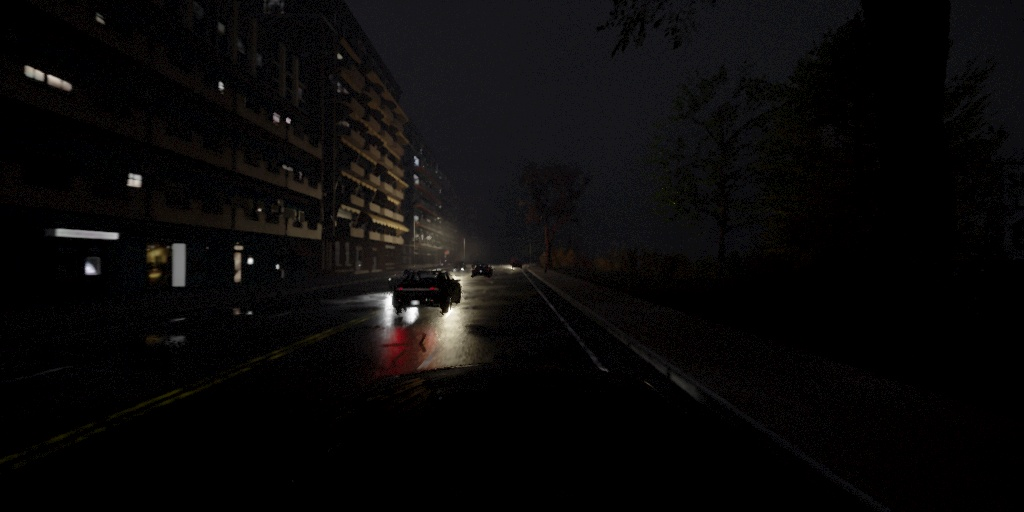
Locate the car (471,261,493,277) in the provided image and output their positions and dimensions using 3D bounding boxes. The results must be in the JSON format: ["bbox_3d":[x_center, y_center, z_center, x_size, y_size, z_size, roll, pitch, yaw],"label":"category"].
[{"bbox_3d":[-3.180,1.531,38.666,1.994,1.385,4.181,0,0,0],"label":"car"}]

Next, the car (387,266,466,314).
[{"bbox_3d":[-3.152,1.314,14.091,2.128,1.511,4.902,0,0,0],"label":"car"}]

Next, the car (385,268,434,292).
[{"bbox_3d":[-6.584,1.479,23.596,1.895,1.301,4.718,0,0,0],"label":"car"}]
